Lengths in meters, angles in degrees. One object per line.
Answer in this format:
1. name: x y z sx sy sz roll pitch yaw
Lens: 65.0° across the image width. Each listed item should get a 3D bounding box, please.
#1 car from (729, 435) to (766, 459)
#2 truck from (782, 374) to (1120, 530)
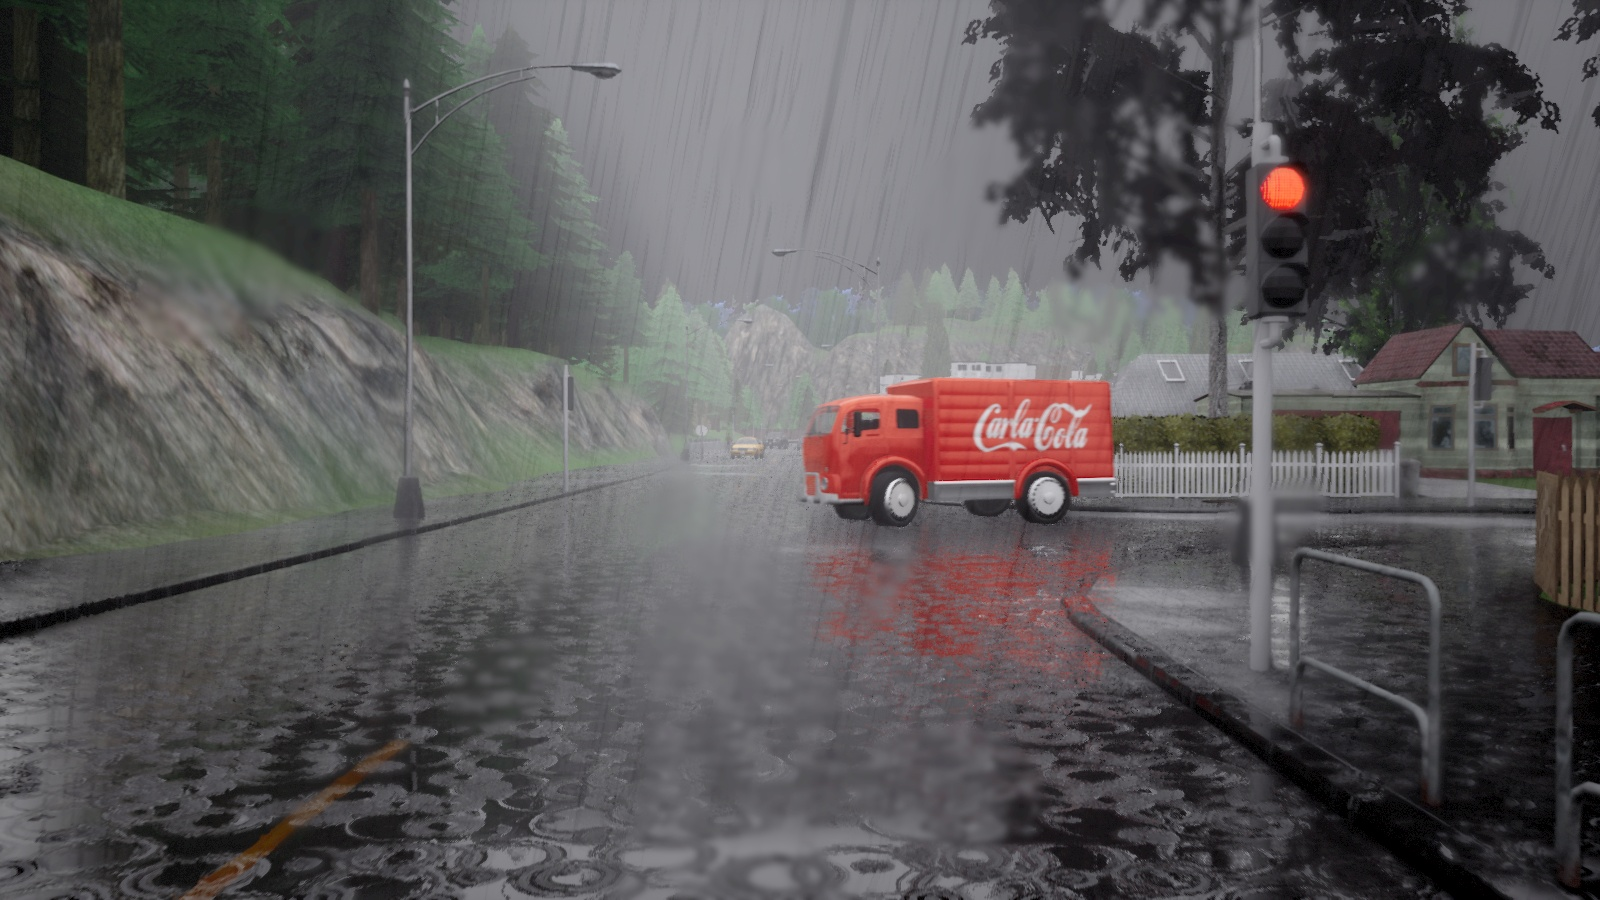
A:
1. car: -3.494 -0.220 84.224 1.801 1.575 5.366 0 1 5
2. truck: 2.577 0.024 21.880 5.204 2.467 2.627 0 0 -19
